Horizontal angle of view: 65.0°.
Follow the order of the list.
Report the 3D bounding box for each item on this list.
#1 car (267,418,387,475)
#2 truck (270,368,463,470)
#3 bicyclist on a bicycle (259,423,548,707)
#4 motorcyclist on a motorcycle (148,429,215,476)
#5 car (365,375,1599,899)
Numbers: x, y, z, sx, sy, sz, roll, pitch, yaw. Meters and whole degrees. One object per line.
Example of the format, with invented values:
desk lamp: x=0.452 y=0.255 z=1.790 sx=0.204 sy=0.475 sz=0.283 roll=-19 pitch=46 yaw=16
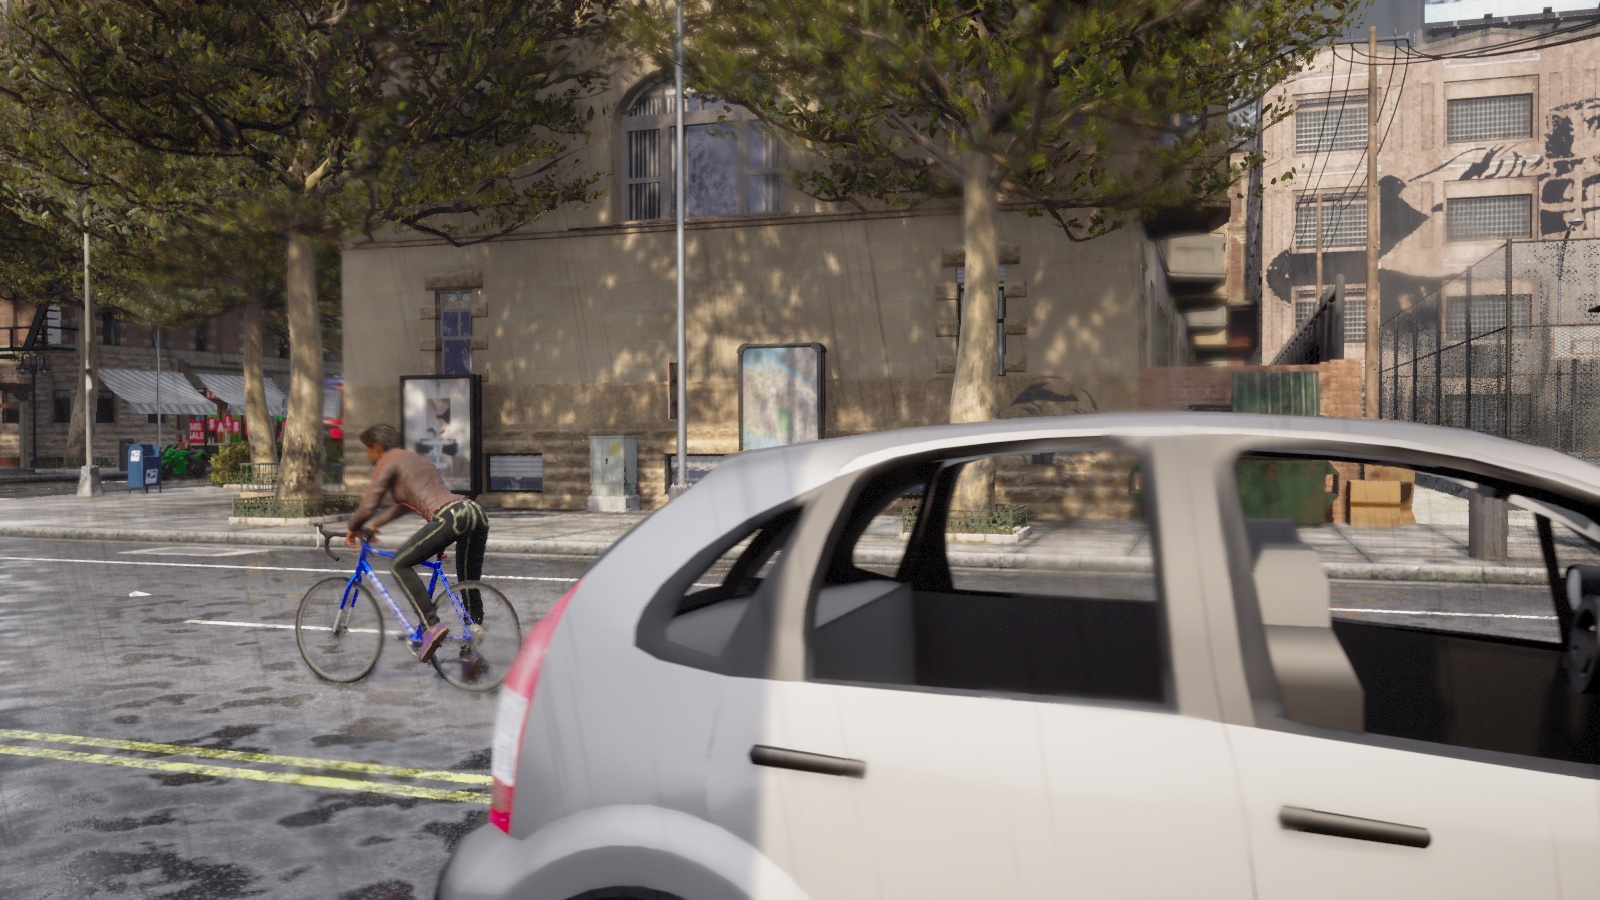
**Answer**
car: x=-16.455 y=-0.142 z=43.865 sx=1.905 sy=1.878 sz=3.866 roll=1 pitch=1 yaw=19
truck: x=-17.521 y=-1.230 z=51.577 sx=2.891 sy=3.827 sz=8.468 roll=1 pitch=1 yaw=19
bicyclist on a bicycle: x=-2.426 y=0.647 z=7.694 sx=1.656 sy=1.620 sz=0.582 roll=0 pitch=1 yaw=19
motorcyclist on a motorcycle: x=-20.733 y=0.056 z=42.158 sx=0.797 sy=1.523 sz=2.044 roll=1 pitch=1 yaw=19
car: x=1.318 y=0.685 z=2.748 sx=3.988 sy=1.617 sz=1.851 roll=1 pitch=1 yaw=19
